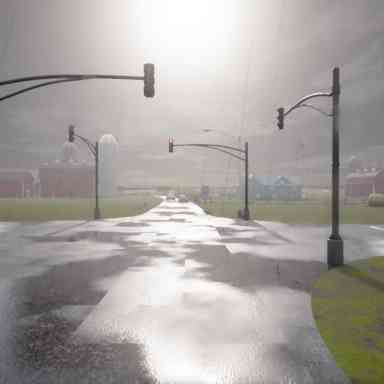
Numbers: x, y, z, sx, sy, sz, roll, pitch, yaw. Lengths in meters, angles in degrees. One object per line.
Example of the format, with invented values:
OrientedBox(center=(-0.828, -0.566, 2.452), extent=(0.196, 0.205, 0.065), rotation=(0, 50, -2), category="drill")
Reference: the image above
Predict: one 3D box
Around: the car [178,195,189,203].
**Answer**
OrientedBox(center=(-1.722, 1.623, 69.841), extent=(1.895, 1.301, 4.718), rotation=(0, 0, -3), category="car")

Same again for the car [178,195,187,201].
OrientedBox(center=(-2.333, 1.463, 79.825), extent=(1.837, 1.490, 4.892), rotation=(0, 0, -4), category="car")

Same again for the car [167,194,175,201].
OrientedBox(center=(-4.709, 1.182, 73.840), extent=(1.812, 1.442, 4.674), rotation=(0, 0, -3), category="car")
